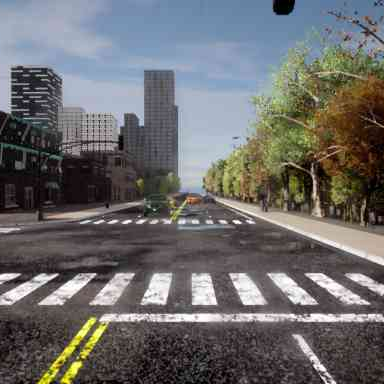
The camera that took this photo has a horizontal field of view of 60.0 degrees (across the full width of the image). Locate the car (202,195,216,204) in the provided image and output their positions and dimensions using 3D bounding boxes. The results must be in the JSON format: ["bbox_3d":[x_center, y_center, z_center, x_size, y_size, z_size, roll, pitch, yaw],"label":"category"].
[{"bbox_3d":[3.450,1.538,63.153,1.994,1.385,4.181,0,0,0],"label":"car"}]

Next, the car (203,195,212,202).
[{"bbox_3d":[3.364,1.469,73.109,1.837,1.490,4.892,0,0,0],"label":"car"}]

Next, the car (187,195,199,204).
[{"bbox_3d":[0.195,1.327,63.022,2.097,1.767,4.553,0,0,0],"label":"car"}]

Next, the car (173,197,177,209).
[{"bbox_3d":[-3.272,1.462,42.267,1.882,1.535,5.008,0,0,0],"label":"car"}]

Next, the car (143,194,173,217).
[{"bbox_3d":[-3.293,1.211,32.085,2.150,2.045,5.566,0,0,0],"label":"car"}]

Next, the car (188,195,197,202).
[{"bbox_3d":[0.126,1.447,72.843,1.882,1.535,5.008,0,0,0],"label":"car"}]
